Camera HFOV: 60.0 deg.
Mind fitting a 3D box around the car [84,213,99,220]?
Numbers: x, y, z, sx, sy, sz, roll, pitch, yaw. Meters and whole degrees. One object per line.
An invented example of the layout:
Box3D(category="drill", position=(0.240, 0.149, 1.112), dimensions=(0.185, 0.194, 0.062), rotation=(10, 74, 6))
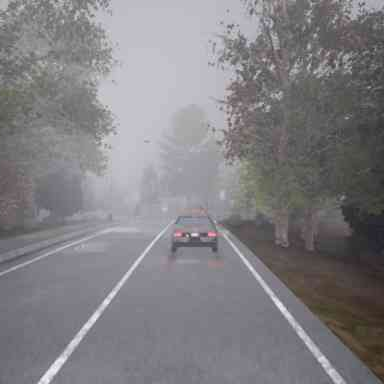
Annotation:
Box3D(category="car", position=(-19.589, 4.814, 64.948), dimensions=(2.128, 1.511, 4.902), rotation=(0, -5, -1))

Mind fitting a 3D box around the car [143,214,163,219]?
Box3D(category="car", position=(-9.390, 5.891, 79.831), dimensions=(4.674, 1.442, 1.812), rotation=(3, -5, -21))

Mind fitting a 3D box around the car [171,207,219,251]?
Box3D(category="car", position=(0.097, 1.581, 14.224), dimensions=(2.033, 1.411, 5.357), rotation=(0, -1, 0))

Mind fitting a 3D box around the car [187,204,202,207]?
Box3D(category="car", position=(0.251, 1.958, 31.101), dimensions=(2.097, 1.767, 4.553), rotation=(0, -3, 2))
